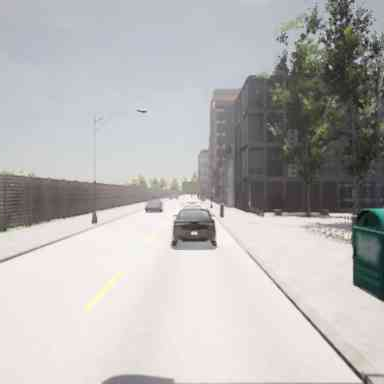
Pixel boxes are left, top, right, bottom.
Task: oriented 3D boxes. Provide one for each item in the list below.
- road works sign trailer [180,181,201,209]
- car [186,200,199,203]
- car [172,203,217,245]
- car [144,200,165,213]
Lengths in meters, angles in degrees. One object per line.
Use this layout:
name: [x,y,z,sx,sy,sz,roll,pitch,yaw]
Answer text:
road works sign trailer: [-0.028,0.469,41.461,2.380,3.560,2.880,0,0,0]
car: [0.064,1.529,34.430,1.812,1.442,4.674,0,0,0]
car: [0.089,1.479,15.592,1.882,1.535,5.008,0,0,0]
car: [-4.119,1.551,37.384,2.033,1.411,5.357,0,0,0]
